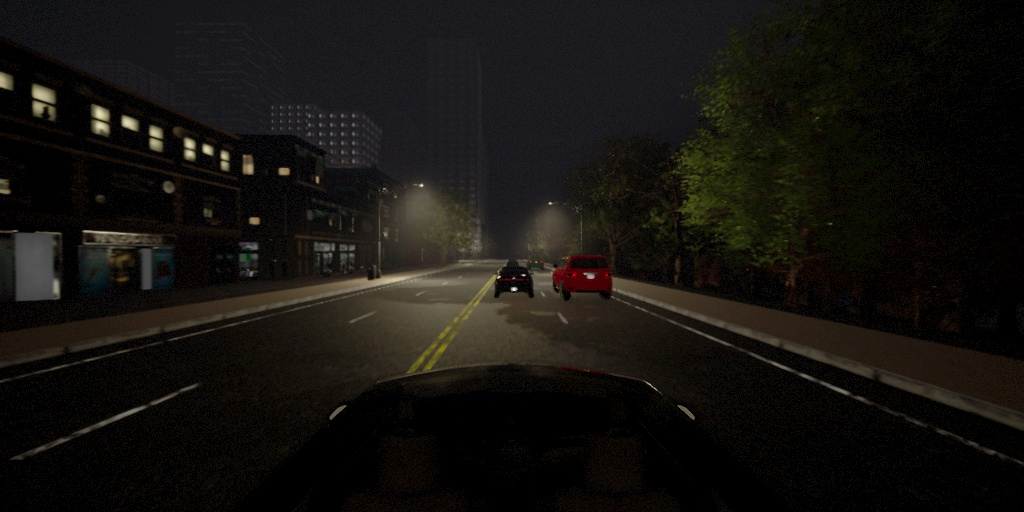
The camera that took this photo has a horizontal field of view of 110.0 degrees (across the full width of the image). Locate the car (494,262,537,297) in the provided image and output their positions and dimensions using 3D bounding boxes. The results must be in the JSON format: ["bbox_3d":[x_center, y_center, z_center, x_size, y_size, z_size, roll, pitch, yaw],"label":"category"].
[{"bbox_3d":[0.098,1.260,18.835,1.837,1.490,4.892,0,0,0],"label":"car"}]

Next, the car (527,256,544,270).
[{"bbox_3d":[3.345,0.982,51.881,2.150,2.045,5.566,0,0,0],"label":"car"}]

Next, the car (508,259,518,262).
[{"bbox_3d":[0.095,1.266,54.379,1.837,1.490,4.892,0,0,0],"label":"car"}]

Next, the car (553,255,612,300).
[{"bbox_3d":[3.349,0.977,17.918,2.150,2.045,5.566,0,0,0],"label":"car"}]
